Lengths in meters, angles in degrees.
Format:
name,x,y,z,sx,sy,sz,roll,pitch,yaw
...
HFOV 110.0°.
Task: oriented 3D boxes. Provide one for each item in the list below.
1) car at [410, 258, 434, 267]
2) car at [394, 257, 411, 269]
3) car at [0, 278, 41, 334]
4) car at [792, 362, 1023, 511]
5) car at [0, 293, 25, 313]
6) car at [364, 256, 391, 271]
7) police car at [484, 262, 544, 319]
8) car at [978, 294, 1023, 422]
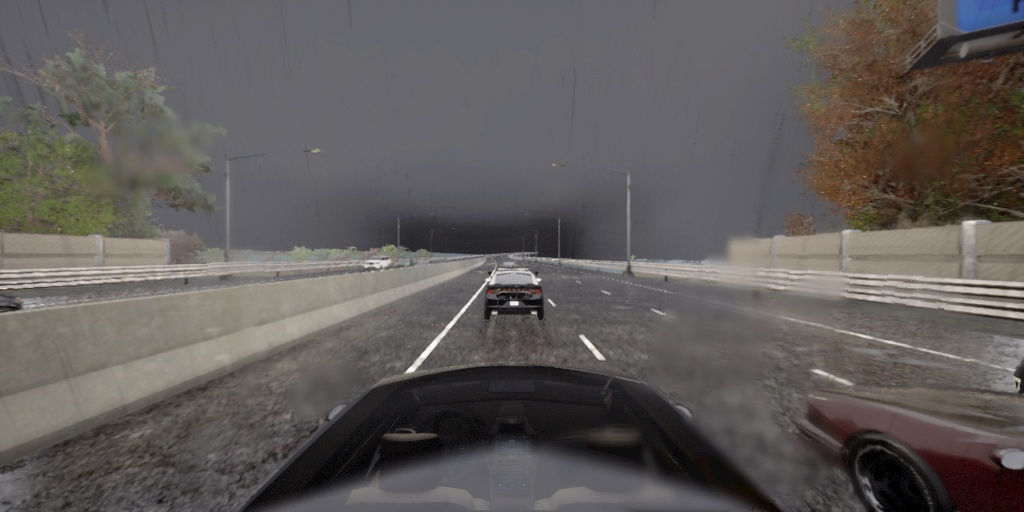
name,x,y,z,sx,sy,sz,roll,pitch,yaw
car,-11.151,1.235,45.841,1.837,1.490,4.892,0,1,-1
car,-14.745,1.082,49.752,2.097,1.767,4.553,0,0,-1
car,-14.120,1.317,7.891,1.994,1.385,4.181,0,0,0
car,3.596,1.296,0.906,2.033,1.411,5.357,0,0,0
car,-10.610,1.244,4.716,2.128,1.511,4.902,0,0,0
car,-18.222,0.953,48.963,2.150,2.045,5.566,0,0,-1
police car,0.053,1.173,13.014,1.930,1.638,5.238,0,0,0
car,7.092,1.253,2.307,1.837,1.490,4.892,0,0,0
